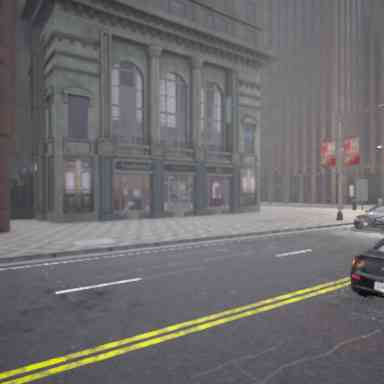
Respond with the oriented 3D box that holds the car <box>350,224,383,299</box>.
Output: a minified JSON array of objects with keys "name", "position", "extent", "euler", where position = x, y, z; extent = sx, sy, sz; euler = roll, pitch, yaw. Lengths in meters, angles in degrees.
[{"name":"car","position":[5.221,1.512,7.112],"extent":[4.674,1.442,1.812],"euler":[0,0,-35]}]

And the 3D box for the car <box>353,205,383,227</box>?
[{"name":"car","position":[11.487,1.490,19.668],"extent":[4.674,1.442,1.812],"euler":[0,0,-34]}]
